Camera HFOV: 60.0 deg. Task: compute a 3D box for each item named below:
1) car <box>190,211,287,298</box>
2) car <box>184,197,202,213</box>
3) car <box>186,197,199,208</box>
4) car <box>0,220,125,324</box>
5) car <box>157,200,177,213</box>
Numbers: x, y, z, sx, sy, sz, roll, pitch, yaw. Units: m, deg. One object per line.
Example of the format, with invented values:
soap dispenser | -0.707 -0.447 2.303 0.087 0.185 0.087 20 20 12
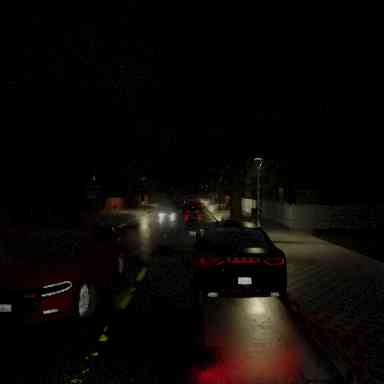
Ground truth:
car | 0.971 1.476 8.574 1.882 1.535 5.008 0 0 0
car | 0.116 1.459 37.033 1.882 1.535 5.008 0 0 1
car | 0.050 1.493 47.194 1.812 1.442 4.674 0 0 0
car | -2.841 1.477 7.518 1.882 1.535 5.008 0 0 0
car | -2.712 1.545 36.938 1.994 1.385 4.181 0 0 0
